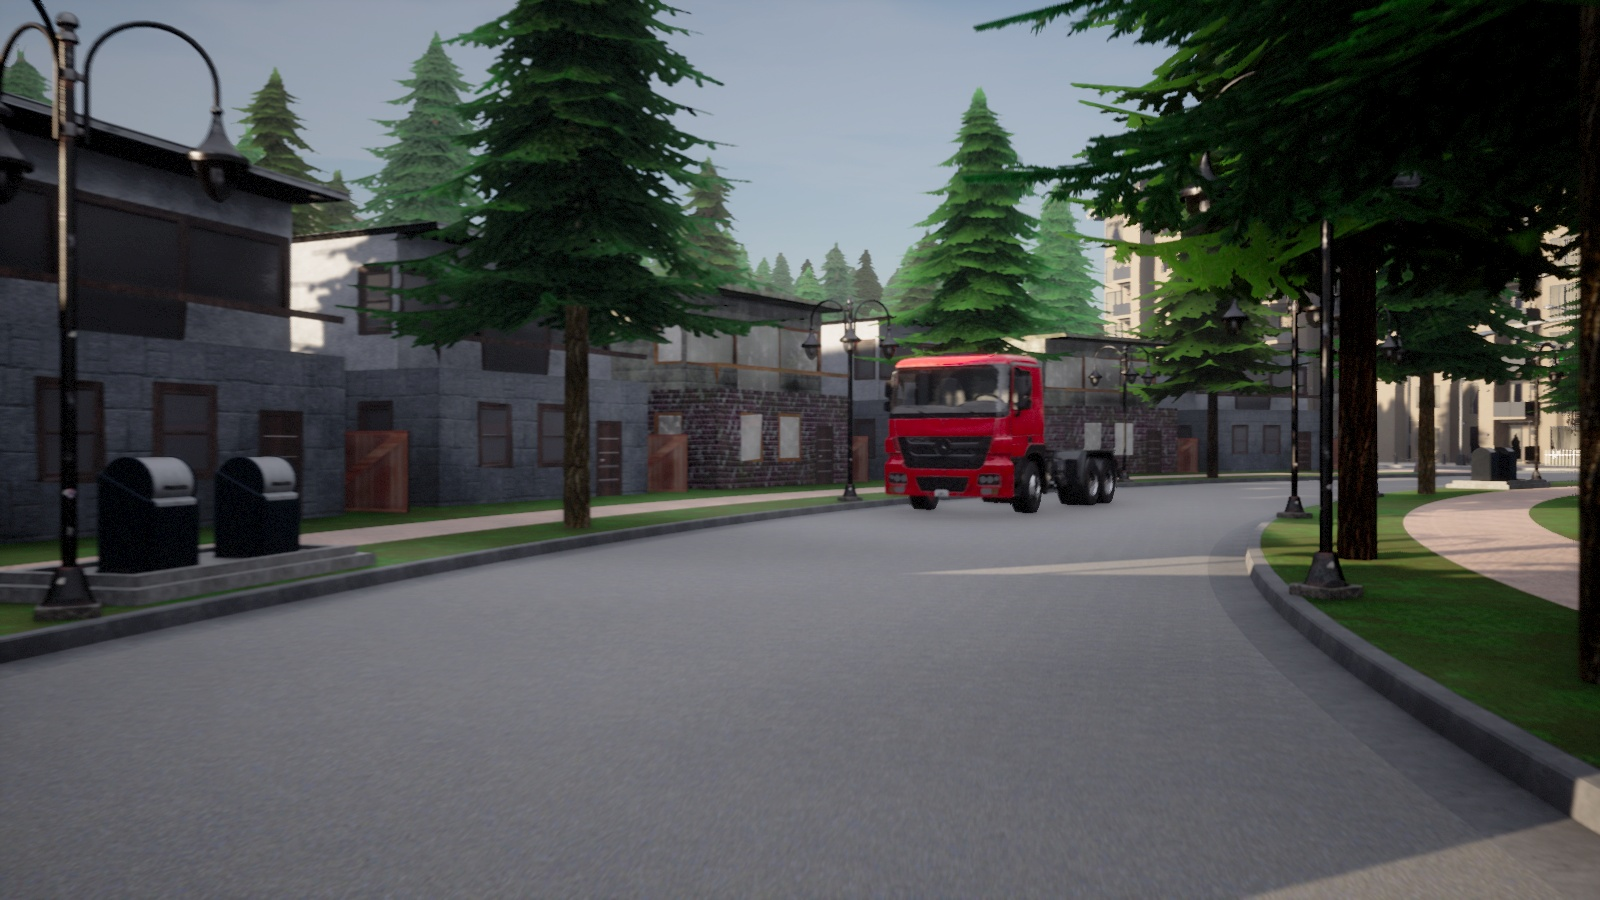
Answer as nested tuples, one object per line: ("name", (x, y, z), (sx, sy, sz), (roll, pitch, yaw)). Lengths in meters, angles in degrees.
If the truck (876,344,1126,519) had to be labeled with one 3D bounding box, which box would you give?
("truck", (4.907, -0.390, 29.058), (2.891, 3.462, 7.936), (0, 0, 31))
